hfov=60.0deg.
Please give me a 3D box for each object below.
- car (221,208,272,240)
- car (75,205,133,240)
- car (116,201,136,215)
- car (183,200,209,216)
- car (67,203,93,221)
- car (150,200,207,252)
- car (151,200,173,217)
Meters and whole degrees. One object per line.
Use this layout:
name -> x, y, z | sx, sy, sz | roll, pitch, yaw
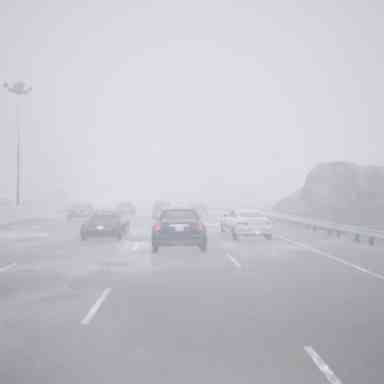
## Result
car -> 2.672, 1.549, 16.941 | 1.812, 1.442, 4.674 | 0, 0, -5
car -> -4.392, 1.602, 17.250 | 1.994, 1.385, 4.181 | 0, 0, -5
car -> -6.830, 1.636, 34.238 | 1.994, 1.385, 4.181 | 0, 0, -10
car -> 0.329, 1.583, 33.995 | 1.812, 1.442, 4.674 | 0, 0, -10
car -> -9.313, 1.614, 28.378 | 2.033, 1.411, 5.357 | 0, 0, -9
car -> -0.619, 1.378, 14.303 | 2.097, 1.767, 4.553 | 0, 0, -4
car -> -3.087, 1.568, 33.242 | 1.837, 1.490, 4.892 | 0, 0, -10
